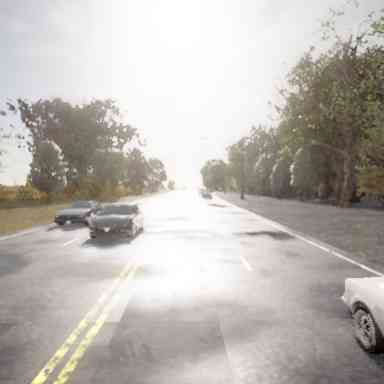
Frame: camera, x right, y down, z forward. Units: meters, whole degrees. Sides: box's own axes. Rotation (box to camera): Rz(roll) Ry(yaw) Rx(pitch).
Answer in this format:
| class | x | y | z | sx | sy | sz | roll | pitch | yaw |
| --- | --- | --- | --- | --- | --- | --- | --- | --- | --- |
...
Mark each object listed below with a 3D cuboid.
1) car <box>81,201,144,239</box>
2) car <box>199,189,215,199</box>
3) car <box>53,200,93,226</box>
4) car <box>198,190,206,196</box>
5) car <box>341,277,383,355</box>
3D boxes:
| class | x | y | z | sx | sy | sz | roll | pitch | yaw |
| --- | --- | --- | --- | --- | --- | --- | --- | --- | --- |
| car | -3.437 | 1.261 | 15.831 | 1.837 | 1.490 | 4.892 | 0 | 1 | 0 |
| car | 2.857 | 0.563 | 64.834 | 2.033 | 1.411 | 5.357 | 0 | 1 | 0 |
| car | -6.709 | 1.228 | 20.689 | 2.033 | 1.411 | 5.357 | 0 | 1 | 0 |
| car | 2.718 | 0.267 | 88.183 | 1.895 | 1.301 | 4.718 | 0 | 1 | 0 |
| car | 3.235 | 1.551 | 2.991 | 1.895 | 1.301 | 4.718 | 0 | 1 | 0 |
